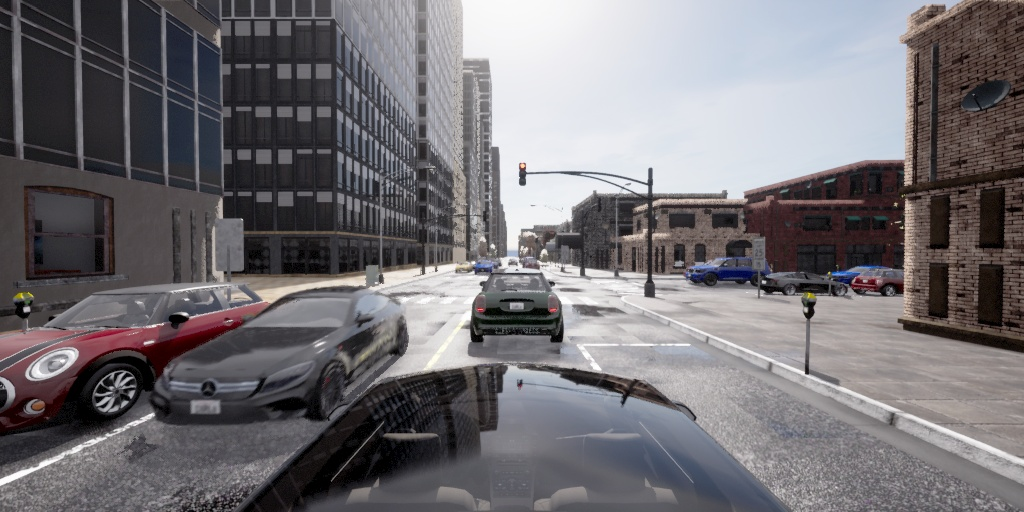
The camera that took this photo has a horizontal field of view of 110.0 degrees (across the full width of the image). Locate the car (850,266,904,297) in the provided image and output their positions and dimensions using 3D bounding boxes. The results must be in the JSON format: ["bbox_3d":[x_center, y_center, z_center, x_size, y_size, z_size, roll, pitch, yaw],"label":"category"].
[{"bbox_3d":[21.984,1.474,20.324,4.097,1.591,1.967,0,0,1],"label":"car"}]

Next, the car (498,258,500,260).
[{"bbox_3d":[-3.030,1.092,50.838,2.097,1.767,4.553,0,0,0],"label":"car"}]

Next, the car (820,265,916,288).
[{"bbox_3d":[25.731,1.456,26.051,5.008,1.535,1.882,1,1,1],"label":"car"}]

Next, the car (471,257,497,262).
[{"bbox_3d":[-3.051,1.218,39.838,1.882,1.535,5.008,0,0,0],"label":"car"}]

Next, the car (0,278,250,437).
[{"bbox_3d":[-5.687,1.189,5.557,1.967,1.591,4.097,0,0,0],"label":"car"}]

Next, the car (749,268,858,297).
[{"bbox_3d":[16.436,1.547,20.403,4.313,1.339,1.948,0,0,1],"label":"car"}]

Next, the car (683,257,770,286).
[{"bbox_3d":[15.763,1.105,26.190,5.566,2.045,2.150,1,1,1],"label":"car"}]

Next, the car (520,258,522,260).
[{"bbox_3d":[2.769,1.052,60.371,2.192,1.841,5.009,0,0,0],"label":"car"}]

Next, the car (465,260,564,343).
[{"bbox_3d":[0.146,1.100,9.857,2.097,1.767,4.553,0,0,1],"label":"car"}]

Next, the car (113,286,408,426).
[{"bbox_3d":[-3.096,1.274,5.955,1.812,1.442,4.674,0,0,0],"label":"car"}]

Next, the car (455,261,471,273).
[{"bbox_3d":[-5.773,1.265,43.335,1.751,1.417,4.829,0,0,0],"label":"car"}]

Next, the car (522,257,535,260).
[{"bbox_3d":[2.753,1.179,49.082,1.967,1.591,4.097,0,0,0],"label":"car"}]
